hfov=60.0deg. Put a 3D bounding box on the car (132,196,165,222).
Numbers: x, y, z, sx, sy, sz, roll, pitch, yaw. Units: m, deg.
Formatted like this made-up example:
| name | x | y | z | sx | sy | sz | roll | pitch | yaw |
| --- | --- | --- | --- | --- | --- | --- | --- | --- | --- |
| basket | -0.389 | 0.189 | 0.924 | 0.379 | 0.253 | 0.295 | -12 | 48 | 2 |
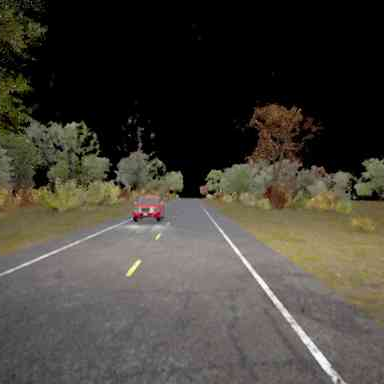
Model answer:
| name | x | y | z | sx | sy | sz | roll | pitch | yaw |
| --- | --- | --- | --- | --- | --- | --- | --- | --- | --- |
| car | -3.501 | 1.341 | 27.754 | 2.150 | 2.045 | 5.566 | 0 | -1 | 0 |
